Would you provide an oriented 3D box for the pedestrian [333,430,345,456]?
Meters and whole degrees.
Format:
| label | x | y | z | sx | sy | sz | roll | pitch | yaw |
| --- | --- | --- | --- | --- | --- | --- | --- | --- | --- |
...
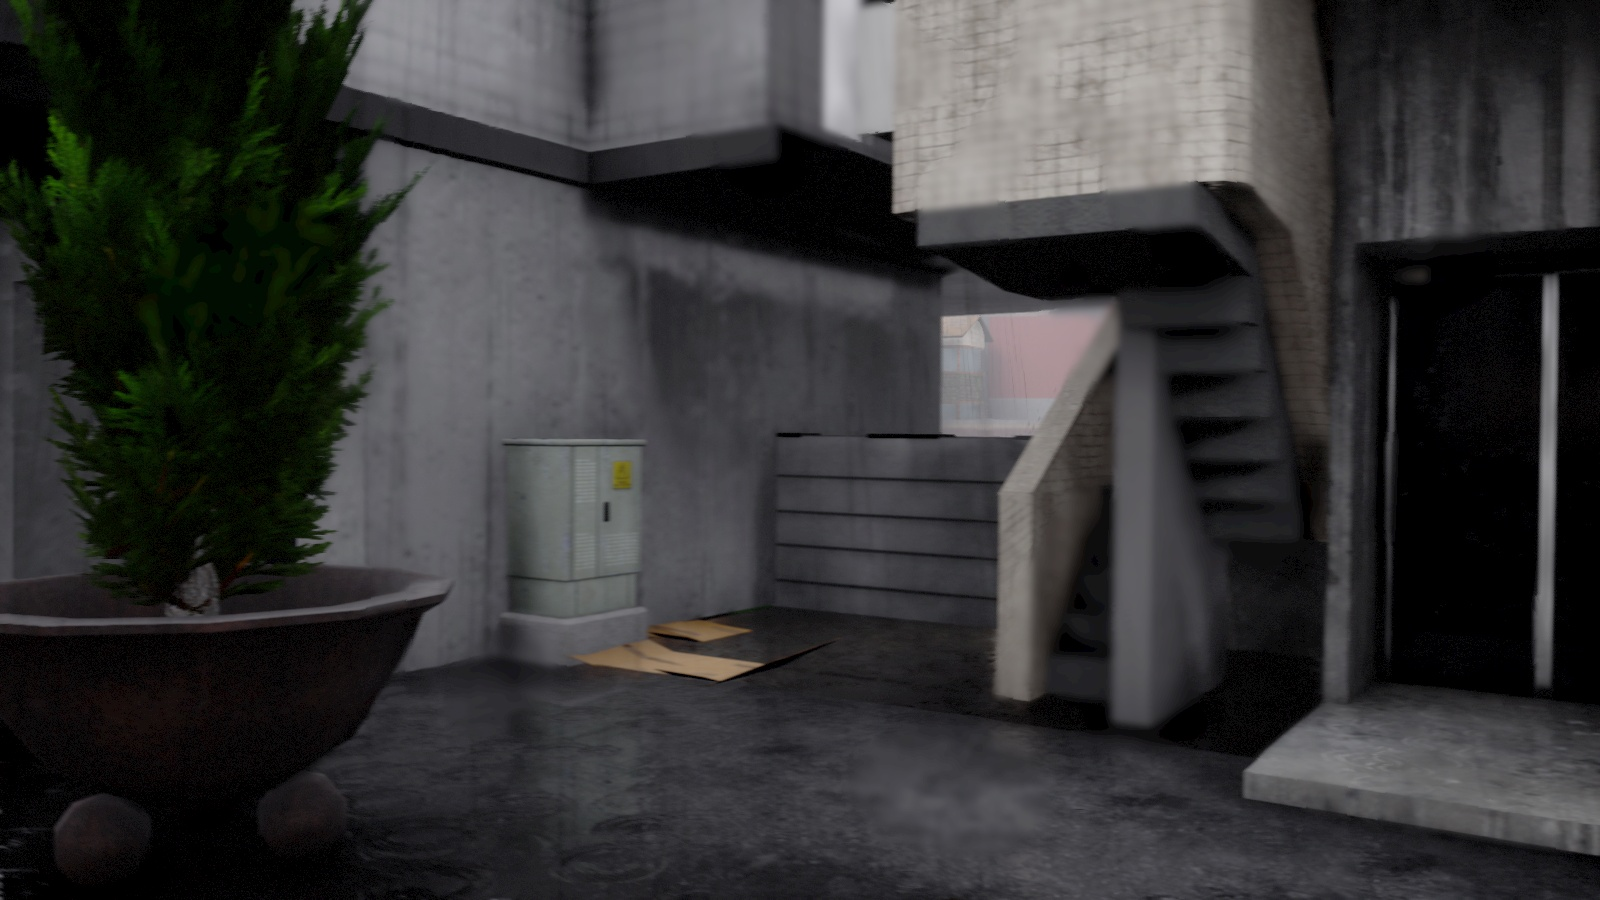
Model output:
| label | x | y | z | sx | sy | sz | roll | pitch | yaw |
| --- | --- | --- | --- | --- | --- | --- | --- | --- | --- |
| pedestrian | -32.461 | -0.475 | 88.402 | 0.354 | 1.836 | 0.706 | 0 | 1 | 32 |
